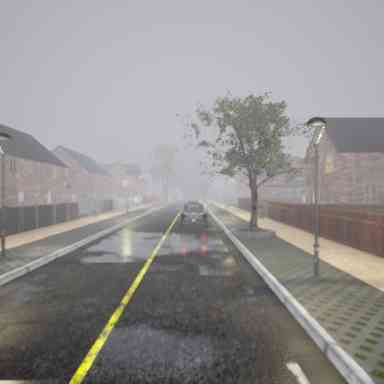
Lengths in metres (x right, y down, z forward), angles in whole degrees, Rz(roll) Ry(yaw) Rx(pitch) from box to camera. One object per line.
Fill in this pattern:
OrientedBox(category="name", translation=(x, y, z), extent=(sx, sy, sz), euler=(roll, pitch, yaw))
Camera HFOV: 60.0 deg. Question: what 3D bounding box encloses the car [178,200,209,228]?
OrientedBox(category="car", translation=(0.108, 1.495, 22.272), extent=(2.128, 1.511, 4.902), euler=(0, 0, 0))
